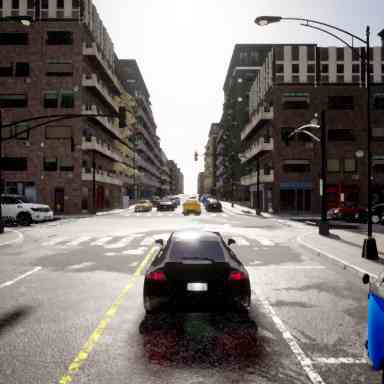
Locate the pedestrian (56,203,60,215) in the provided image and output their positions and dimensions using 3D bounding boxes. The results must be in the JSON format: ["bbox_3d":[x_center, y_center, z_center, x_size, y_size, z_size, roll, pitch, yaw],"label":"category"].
[{"bbox_3d":[-12.596,1.598,31.362,0.500,1.100,0.500,0,-1,1],"label":"pedestrian"}]

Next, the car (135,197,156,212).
[{"bbox_3d":[-5.748,1.541,39.769,1.752,1.417,4.829,1,0,0],"label":"car"}]

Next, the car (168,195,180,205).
[{"bbox_3d":[-3.186,1.498,49.651,1.882,1.535,5.008,0,0,0],"label":"car"}]

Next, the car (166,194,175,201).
[{"bbox_3d":[-5.839,1.484,90.724,1.967,1.590,4.097,1,0,0],"label":"car"}]

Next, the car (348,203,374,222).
[{"bbox_3d":[15.063,1.636,25.552,4.892,1.490,1.837,0,-1,0],"label":"car"}]

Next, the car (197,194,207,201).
[{"bbox_3d":[2.553,1.355,85.095,2.192,1.841,5.009,1,0,0],"label":"car"}]

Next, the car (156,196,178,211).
[{"bbox_3d":[-3.173,1.580,40.934,1.994,1.385,4.181,0,0,0],"label":"car"}]

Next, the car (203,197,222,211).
[{"bbox_3d":[2.631,1.581,39.955,1.947,1.339,4.313,1,0,0],"label":"car"}]

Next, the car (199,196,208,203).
[{"bbox_3d":[2.569,1.615,73.810,1.802,1.307,4.206,1,0,0],"label":"car"}]

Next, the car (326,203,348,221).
[{"bbox_3d":[13.591,1.609,28.160,4.097,1.590,1.967,0,-1,1],"label":"car"}]

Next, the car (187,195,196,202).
[{"bbox_3d":[-0.146,1.562,80.485,2.128,1.511,4.902,0,0,0],"label":"car"}]

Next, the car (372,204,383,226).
[{"bbox_3d":[13.502,1.584,19.778,4.313,1.339,1.947,0,-1,1],"label":"car"}]

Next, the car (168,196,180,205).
[{"bbox_3d":[-3.178,1.503,60.028,1.882,1.535,5.008,0,0,0],"label":"car"}]

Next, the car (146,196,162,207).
[{"bbox_3d":[-5.768,1.461,51.225,1.967,1.590,4.097,1,0,0],"label":"car"}]

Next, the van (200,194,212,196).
[{"bbox_3d":[2.604,1.365,56.882,1.690,1.788,3.998,1,0,0],"label":"van"}]

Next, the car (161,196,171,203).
[{"bbox_3d":[-5.810,1.578,73.795,1.887,1.381,4.507,1,0,0],"label":"car"}]

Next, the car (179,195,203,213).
[{"bbox_3d":[-0.020,1.492,37.267,1.882,1.535,5.008,0,0,2],"label":"car"}]

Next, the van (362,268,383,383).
[{"bbox_3d":[2.670,1.342,2.008,1.690,1.788,3.998,1,0,0],"label":"van"}]

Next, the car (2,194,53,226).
[{"bbox_3d":[-12.382,1.150,22.451,5.566,2.045,2.150,1,-1,4],"label":"car"}]

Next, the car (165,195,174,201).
[{"bbox_3d":[-5.831,1.591,85.080,2.008,1.369,4.403,1,0,0],"label":"car"}]

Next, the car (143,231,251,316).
[{"bbox_3d":[0.087,1.566,7.610,1.994,1.385,4.181,0,0,0],"label":"car"}]
